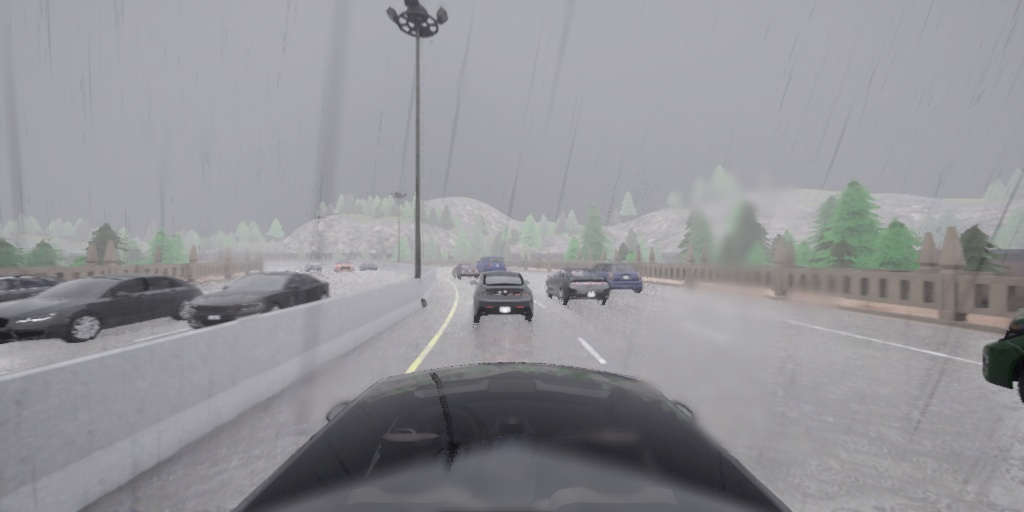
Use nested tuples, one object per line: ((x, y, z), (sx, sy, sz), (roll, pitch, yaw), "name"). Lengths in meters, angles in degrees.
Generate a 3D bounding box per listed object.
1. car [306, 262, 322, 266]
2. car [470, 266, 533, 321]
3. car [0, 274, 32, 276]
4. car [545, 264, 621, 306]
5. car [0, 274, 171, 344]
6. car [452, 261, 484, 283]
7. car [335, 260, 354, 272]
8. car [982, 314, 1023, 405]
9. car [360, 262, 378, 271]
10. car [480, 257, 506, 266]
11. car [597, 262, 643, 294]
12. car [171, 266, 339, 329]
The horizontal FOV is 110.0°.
((-28.302, 1.536, 51.136), (1.812, 1.442, 4.674), (0, 0, -33), "car")
((-0.404, 1.277, 12.552), (1.837, 1.490, 4.892), (0, 0, -5), "car")
((-14.402, 1.261, 9.623), (2.128, 1.511, 4.902), (0, 0, -4), "car")
((2.750, 1.270, 15.980), (2.128, 1.511, 4.902), (0, 0, -6), "car")
((-10.912, 1.273, 9.740), (1.837, 1.490, 4.892), (0, 0, -4), "car")
((-4.390, 1.389, 33.351), (2.033, 1.411, 5.357), (0, 0, -17), "car")
((-23.218, 1.328, 49.523), (2.097, 1.767, 4.553), (0, 0, -31), "car")
((7.084, 0.972, 2.090), (2.150, 2.045, 5.566), (0, 0, 0), "car")
((-21.184, 1.549, 52.988), (1.994, 1.385, 4.181), (0, 0, -31), "car")
((-2.341, 1.077, 38.187), (2.150, 2.045, 5.566), (0, 0, -19), "car")
((5.605, 1.141, 20.728), (2.097, 1.767, 4.553), (0, 0, -9), "car")
((-7.528, 1.249, 11.310), (1.882, 1.535, 5.008), (0, 0, -5), "car")
